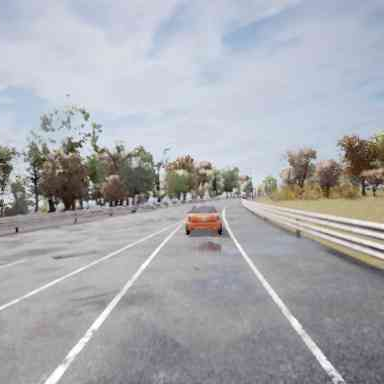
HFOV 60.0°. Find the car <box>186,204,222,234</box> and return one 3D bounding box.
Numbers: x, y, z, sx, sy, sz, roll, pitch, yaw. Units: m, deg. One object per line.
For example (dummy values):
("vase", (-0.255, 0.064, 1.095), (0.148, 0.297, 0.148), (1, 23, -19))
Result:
("car", (0.755, 1.546, 20.694), (2.097, 1.767, 4.553), (-2, 0, 3))
